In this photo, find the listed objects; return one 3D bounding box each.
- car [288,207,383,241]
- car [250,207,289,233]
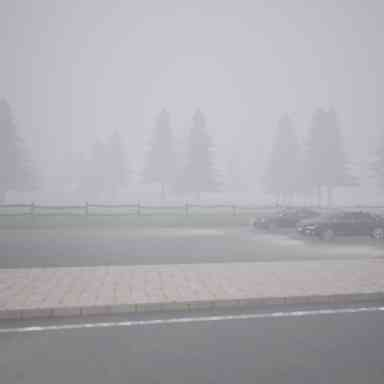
[{"bbox_3d":[7.887,1.692,17.402,4.892,1.490,1.837,1,0,-10],"label":"car"},{"bbox_3d":[6.047,1.677,20.624,4.902,1.511,2.128,1,0,-10],"label":"car"}]
